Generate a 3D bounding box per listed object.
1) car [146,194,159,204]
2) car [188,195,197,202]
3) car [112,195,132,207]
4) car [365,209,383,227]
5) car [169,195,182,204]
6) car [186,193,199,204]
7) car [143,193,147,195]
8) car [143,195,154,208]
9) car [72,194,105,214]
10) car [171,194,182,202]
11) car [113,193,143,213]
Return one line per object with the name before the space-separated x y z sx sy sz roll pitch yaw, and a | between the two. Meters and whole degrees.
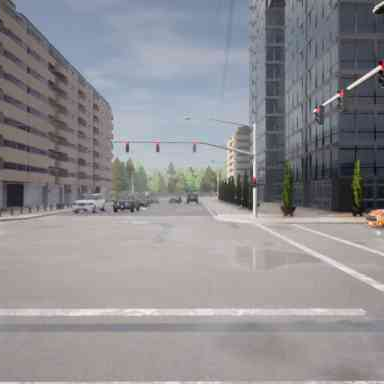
car | -7.124 1.563 61.070 1.994 1.385 4.181 0 0 1
car | 0.119 1.500 74.577 1.837 1.490 4.892 0 0 1
car | -10.764 1.351 51.720 2.097 1.767 4.553 0 0 1
car | 13.585 1.407 21.136 4.553 1.767 2.097 0 0 0
car | -3.414 1.525 64.283 1.812 1.442 4.674 0 0 1
car | 0.080 1.221 63.864 2.150 2.045 5.566 0 0 1
car | -10.460 1.134 68.796 2.150 2.045 5.566 0 0 1
car | -7.304 1.547 49.128 2.033 1.411 5.357 0 0 1
car | -10.911 1.222 35.647 2.150 2.045 5.566 0 0 0
car | -3.389 1.355 74.301 2.097 1.767 4.553 0 0 1
car | -7.408 1.221 38.155 2.150 2.045 5.566 0 0 1
